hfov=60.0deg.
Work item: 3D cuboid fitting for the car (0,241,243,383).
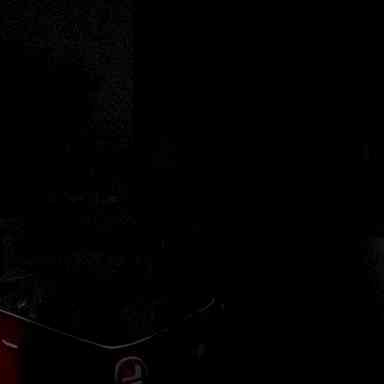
[{"bbox_3d":[-1.555,1.440,4.053,4.097,1.590,1.967,0,0,35],"label":"car"}]
